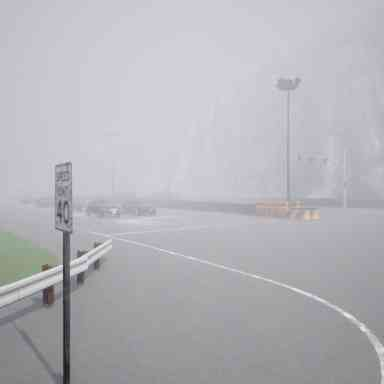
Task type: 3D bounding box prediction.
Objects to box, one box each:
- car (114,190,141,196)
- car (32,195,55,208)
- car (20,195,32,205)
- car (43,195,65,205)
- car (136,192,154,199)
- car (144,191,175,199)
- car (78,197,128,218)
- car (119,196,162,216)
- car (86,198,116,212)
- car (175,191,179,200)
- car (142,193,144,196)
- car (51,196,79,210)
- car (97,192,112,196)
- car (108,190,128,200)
[{"bbox_3d":[-12.775,0.850,64.575,2.150,2.045,5.566,0,1,-38],"label":"car"},{"bbox_3d":[-19.469,1.318,44.417,1.837,1.490,4.892,0,1,-38],"label":"car"},{"bbox_3d":[-25.699,1.213,52.435,1.812,1.442,4.674,0,1,-37],"label":"car"},{"bbox_3d":[-22.480,1.237,53.994,2.033,1.411,5.357,0,1,-38],"label":"car"},{"bbox_3d":[-11.332,0.903,79.610,2.128,1.511,4.902,0,1,-38],"label":"car"},{"bbox_3d":[-6.104,0.926,61.727,2.150,2.045,5.566,0,1,-38],"label":"car"},{"bbox_3d":[-8.030,1.424,29.826,2.128,1.511,4.902,0,0,-38],"label":"car"},{"bbox_3d":[-5.214,1.430,31.908,1.837,1.490,4.892,0,0,-38],"label":"car"},{"bbox_3d":[-10.693,1.449,38.868,1.994,1.385,4.181,0,0,-38],"label":"car"},{"bbox_3d":[-4.931,0.815,71.426,2.150,2.045,5.566,0,1,-38],"label":"car"},{"bbox_3d":[-7.904,0.951,69.547,2.097,1.767,4.553,0,1,-38],"label":"car"},{"bbox_3d":[-13.755,1.491,37.104,1.895,1.301,4.718,0,0,-38],"label":"car"},{"bbox_3d":[-19.600,0.799,73.138,2.097,1.767,4.553,0,1,-38],"label":"car"},{"bbox_3d":[-16.853,0.661,75.306,2.150,2.045,5.566,0,1,-38],"label":"car"}]
